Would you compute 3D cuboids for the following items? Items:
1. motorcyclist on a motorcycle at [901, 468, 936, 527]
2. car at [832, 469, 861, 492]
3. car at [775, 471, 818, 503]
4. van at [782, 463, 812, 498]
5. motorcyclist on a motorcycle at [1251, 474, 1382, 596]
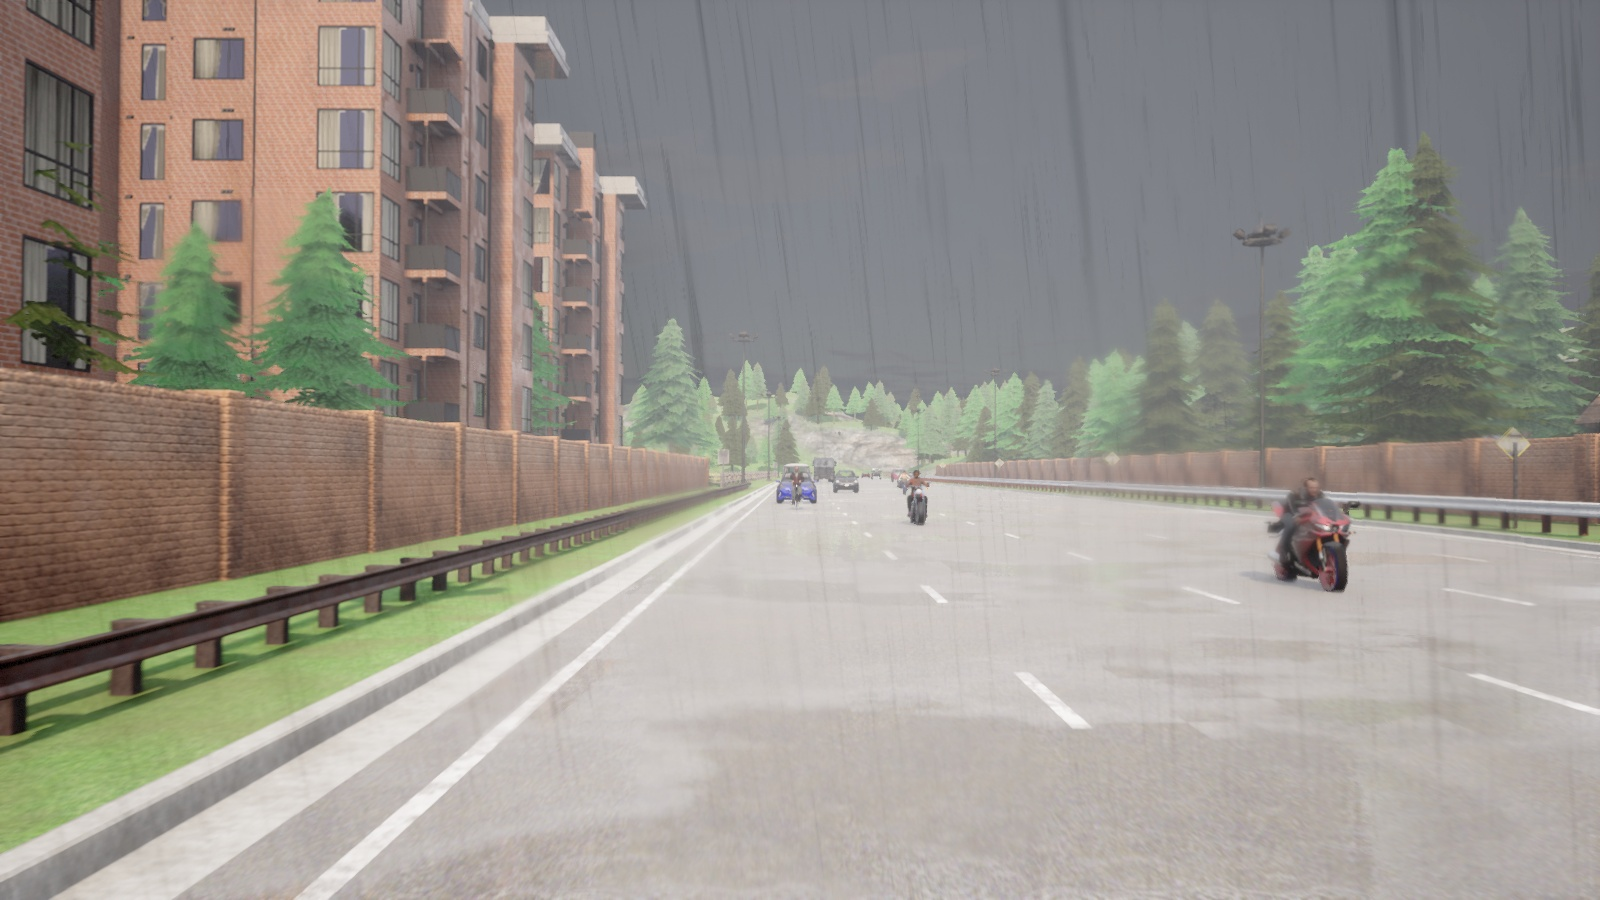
[{"bbox_3d":[3.412,1.349,36.311,0.766,1.649,2.350,0,-1,0],"label":"motorcyclist on a motorcycle"},{"bbox_3d":[3.285,2.163,88.937,1.851,1.617,3.988,0,-1,0],"label":"car"},{"bbox_3d":[-0.147,1.766,60.990,2.007,1.525,4.514,0,-1,0],"label":"car"},{"bbox_3d":[-0.183,1.806,75.213,1.775,1.987,4.442,0,-1,0],"label":"van"},{"bbox_3d":[6.959,1.102,17.058,0.866,1.530,2.191,0,-1,0],"label":"motorcyclist on a motorcycle"}]
